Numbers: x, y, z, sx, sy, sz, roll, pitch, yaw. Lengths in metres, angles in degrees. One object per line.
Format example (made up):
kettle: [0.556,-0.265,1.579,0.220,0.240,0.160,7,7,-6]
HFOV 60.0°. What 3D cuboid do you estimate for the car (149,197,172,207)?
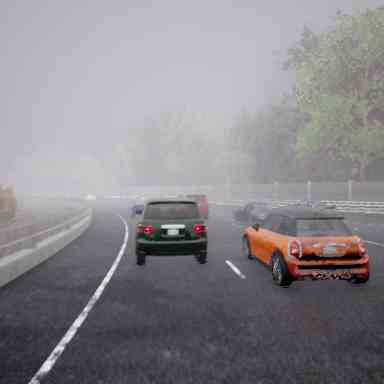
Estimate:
car: [-4.664,1.441,48.749,1.994,1.385,4.181,0,0,-26]

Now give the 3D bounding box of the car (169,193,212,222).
car: [-0.270,1.146,27.321,2.150,2.045,5.566,0,0,-15]

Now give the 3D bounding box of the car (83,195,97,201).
car: [-23.555,1.397,76.439,1.812,1.442,4.674,0,0,-41]

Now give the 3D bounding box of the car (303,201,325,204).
car: [8.196,1.392,24.350,2.128,1.511,4.902,0,0,-33]

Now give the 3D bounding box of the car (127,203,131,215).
car: [-4.662,1.411,29.844,1.882,1.535,5.008,0,0,-17]

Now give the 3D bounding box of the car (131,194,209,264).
car: [-0.820,1.192,11.879,2.150,2.045,5.566,0,0,-6]

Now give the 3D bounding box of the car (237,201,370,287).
car: [2.886,1.316,9.478,2.097,1.767,4.553,0,0,-5]

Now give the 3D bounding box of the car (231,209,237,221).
car: [4.388,1.467,23.048,2.033,1.411,5.357,0,0,-12]
